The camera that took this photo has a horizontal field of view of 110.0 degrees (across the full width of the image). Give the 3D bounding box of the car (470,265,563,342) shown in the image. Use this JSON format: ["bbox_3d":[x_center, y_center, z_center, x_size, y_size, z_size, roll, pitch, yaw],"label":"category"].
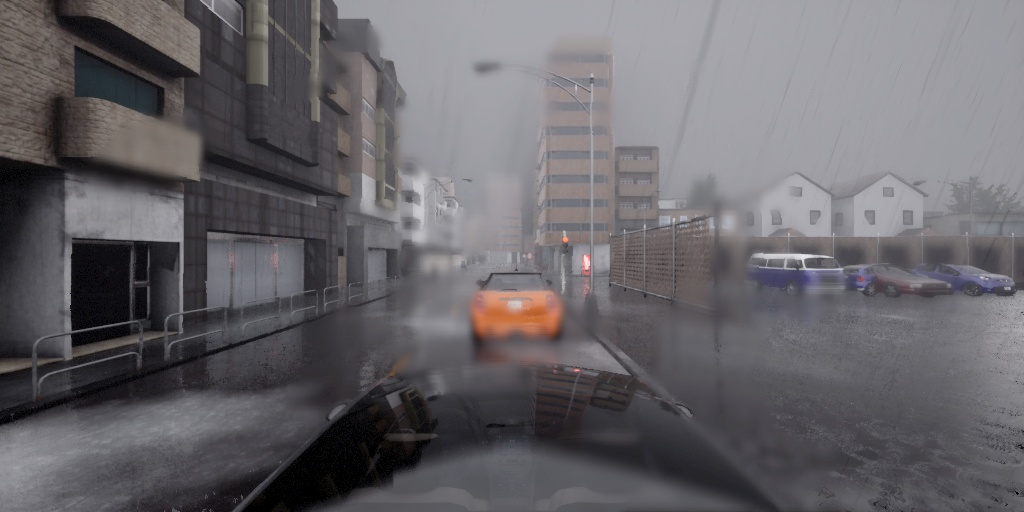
[{"bbox_3d":[0.101,1.102,9.965,2.097,1.767,4.553,0,0,0],"label":"car"}]
